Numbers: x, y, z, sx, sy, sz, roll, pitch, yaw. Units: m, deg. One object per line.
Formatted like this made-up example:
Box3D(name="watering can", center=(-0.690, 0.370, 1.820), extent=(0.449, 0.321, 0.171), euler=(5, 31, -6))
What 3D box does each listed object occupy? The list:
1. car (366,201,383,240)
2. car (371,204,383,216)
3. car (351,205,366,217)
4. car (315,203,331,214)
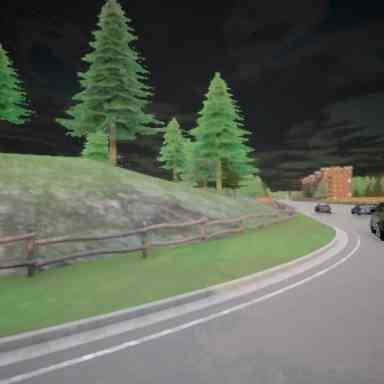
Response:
Box3D(name="car", center=(11.590, 1.533, 18.877), extent=(2.150, 2.045, 5.566), euler=(0, -1, 22))
Box3D(name="car", center=(25.056, 2.265, 43.186), extent=(2.033, 1.411, 5.357), euler=(-1, -1, 14))
Box3D(name="car", center=(20.852, 2.257, 40.630), extent=(2.033, 1.411, 5.357), euler=(-1, -1, 14))
Box3D(name="car", center=(19.400, 2.428, 49.374), extent=(2.128, 1.511, 4.902), euler=(-1, -1, 14))
